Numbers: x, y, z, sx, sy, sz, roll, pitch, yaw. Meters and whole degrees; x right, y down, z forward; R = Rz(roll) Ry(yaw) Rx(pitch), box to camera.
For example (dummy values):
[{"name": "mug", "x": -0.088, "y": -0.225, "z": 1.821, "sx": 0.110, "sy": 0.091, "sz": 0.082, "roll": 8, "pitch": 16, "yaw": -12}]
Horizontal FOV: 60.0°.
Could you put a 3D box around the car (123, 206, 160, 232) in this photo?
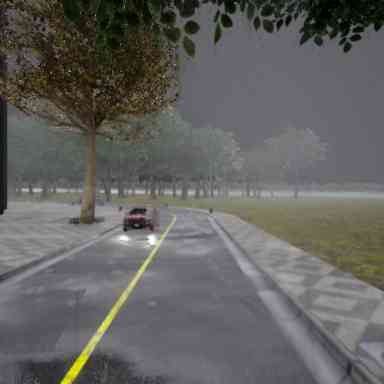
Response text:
[{"name": "car", "x": -3.147, "y": 1.635, "z": 21.412, "sx": 1.882, "sy": 1.535, "sz": 5.008, "roll": 0, "pitch": 0, "yaw": 0}]

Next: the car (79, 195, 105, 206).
[{"name": "car", "x": -18.079, "y": 1.481, "z": 59.875, "sx": 5.566, "sy": 2.045, "sz": 2.150, "roll": 1, "pitch": 0, "yaw": 38}]
